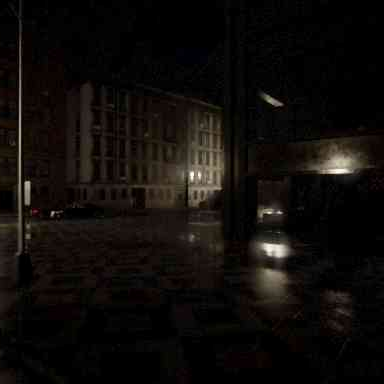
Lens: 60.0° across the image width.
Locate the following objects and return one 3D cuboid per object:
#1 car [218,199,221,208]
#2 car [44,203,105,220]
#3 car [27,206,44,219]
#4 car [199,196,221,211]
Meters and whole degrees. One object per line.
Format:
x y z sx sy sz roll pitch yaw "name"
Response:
6.312 2.073 48.375 1.895 1.301 4.718 0 -1 43 "car"
-10.344 1.720 30.367 2.128 1.511 4.902 0 -1 43 "car"
-13.281 1.747 31.975 1.812 1.442 4.674 0 -1 43 "car"
3.425 1.689 50.048 2.150 2.045 5.566 0 -1 43 "car"
